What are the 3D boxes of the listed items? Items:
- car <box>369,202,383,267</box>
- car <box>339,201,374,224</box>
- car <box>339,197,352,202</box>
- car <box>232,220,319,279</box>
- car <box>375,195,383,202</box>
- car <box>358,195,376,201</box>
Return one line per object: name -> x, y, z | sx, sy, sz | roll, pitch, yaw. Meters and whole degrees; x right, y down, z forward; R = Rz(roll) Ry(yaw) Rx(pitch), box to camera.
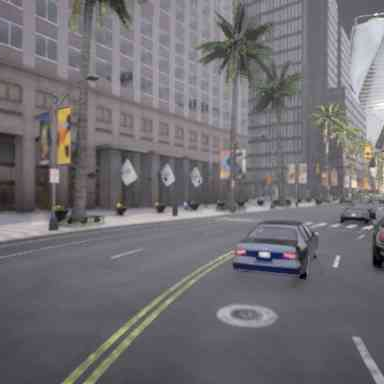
car -> 7.237, 1.398, 11.144 | 2.097, 1.767, 4.553 | 0, 0, 29
car -> 12.976, 1.654, 25.890 | 1.994, 1.385, 4.181 | 0, 0, 36
car -> 32.595, 1.745, 70.472 | 2.161, 1.482, 4.786 | 0, 0, 35
car -> 2.796, 1.572, 10.328 | 2.033, 1.411, 5.357 | 0, 0, 25
car -> 40.580, 1.748, 70.089 | 1.882, 1.535, 5.008 | 0, 0, 36
car -> 37.719, 1.784, 72.107 | 2.128, 1.511, 4.902 | 0, 0, 36
